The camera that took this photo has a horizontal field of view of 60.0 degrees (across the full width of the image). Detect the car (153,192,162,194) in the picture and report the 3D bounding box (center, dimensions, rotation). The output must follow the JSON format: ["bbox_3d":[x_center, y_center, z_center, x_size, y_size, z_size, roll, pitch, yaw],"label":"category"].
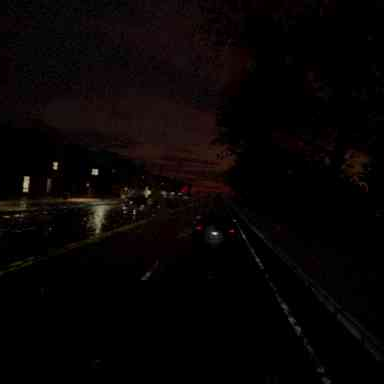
[{"bbox_3d":[-5.590,0.650,51.572,1.882,1.535,5.008,5,0,5],"label":"car"}]

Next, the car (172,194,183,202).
[{"bbox_3d":[-2.368,0.986,51.300,1.812,1.442,4.674,5,0,5],"label":"car"}]

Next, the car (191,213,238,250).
[{"bbox_3d":[1.093,1.674,15.416,1.994,1.385,4.181,5,0,5],"label":"car"}]

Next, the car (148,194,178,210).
[{"bbox_3d":[-3.387,1.285,39.539,2.033,1.411,5.357,5,0,5],"label":"car"}]

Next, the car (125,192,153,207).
[{"bbox_3d":[-6.607,0.939,39.811,2.128,1.511,4.902,5,0,5],"label":"car"}]
